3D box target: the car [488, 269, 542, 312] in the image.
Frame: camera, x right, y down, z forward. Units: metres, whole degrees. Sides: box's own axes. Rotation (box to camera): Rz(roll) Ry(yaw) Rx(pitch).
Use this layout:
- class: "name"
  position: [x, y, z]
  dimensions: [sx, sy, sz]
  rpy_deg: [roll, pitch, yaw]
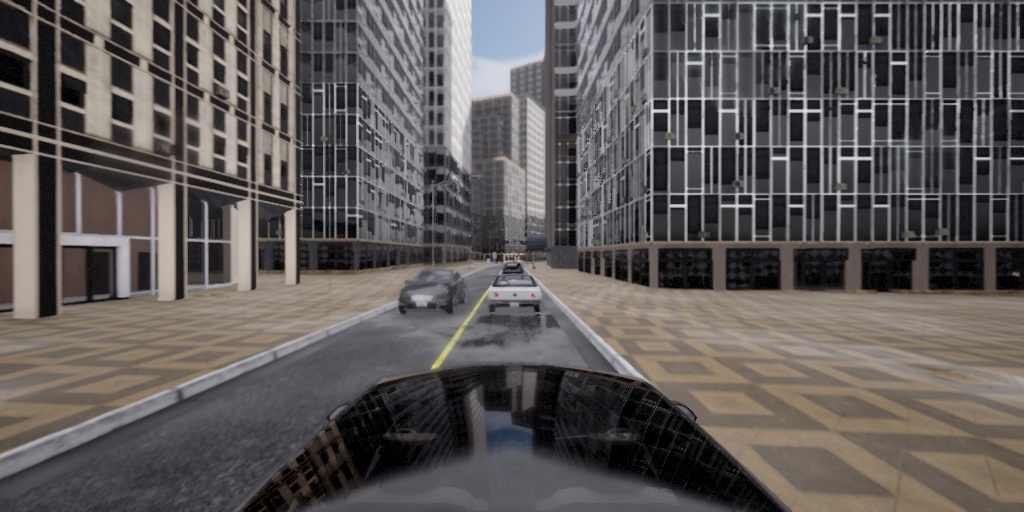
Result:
- class: "car"
  position: [0.101, 1.356, 14.324]
  dimensions: [1.895, 1.301, 4.718]
  rpy_deg: [0, 0, 0]

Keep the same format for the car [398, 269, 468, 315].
- class: "car"
  position: [-2.842, 1.246, 13.713]
  dimensions: [2.128, 1.511, 4.902]
  rpy_deg: [0, 0, 0]

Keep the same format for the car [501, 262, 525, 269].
- class: "car"
  position: [0.100, 1.277, 32.020]
  dimensions: [1.837, 1.490, 4.892]
  rpy_deg: [0, 0, 0]
